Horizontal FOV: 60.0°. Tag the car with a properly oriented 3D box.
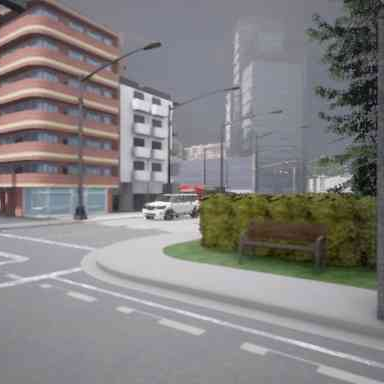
[{"bbox_3d":[-1.484,1.144,26.710,2.150,2.045,5.566,0,0,36],"label":"car"}]
